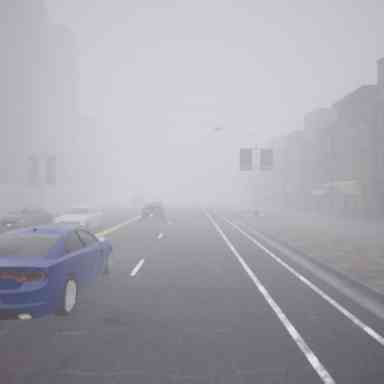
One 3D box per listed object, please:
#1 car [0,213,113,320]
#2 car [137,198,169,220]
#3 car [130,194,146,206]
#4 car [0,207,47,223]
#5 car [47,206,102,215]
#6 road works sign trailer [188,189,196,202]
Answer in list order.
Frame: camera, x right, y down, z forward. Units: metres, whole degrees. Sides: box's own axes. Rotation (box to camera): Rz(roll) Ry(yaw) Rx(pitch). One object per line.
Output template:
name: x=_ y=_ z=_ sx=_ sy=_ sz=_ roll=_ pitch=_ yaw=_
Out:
car: x=-3.151 y=1.484 z=7.501 sx=1.882 sy=1.535 sz=5.008 roll=0 pitch=0 yaw=0
car: x=-3.144 y=1.552 z=28.261 sx=1.837 sy=1.490 sz=4.892 roll=0 pitch=0 yaw=0
car: x=-9.763 y=1.406 z=60.959 sx=2.150 sy=2.045 sz=5.566 roll=0 pitch=0 yaw=1
car: x=-9.845 y=1.589 z=19.889 sx=1.994 sy=1.385 sz=4.181 roll=0 pitch=0 yaw=0
car: x=-6.583 y=1.550 z=19.771 sx=1.812 sy=1.442 sz=4.674 roll=0 pitch=0 yaw=0
road works sign trailer: x=0.017 y=0.813 z=89.612 sx=2.380 sy=3.560 sz=2.880 roll=0 pitch=0 yaw=0
